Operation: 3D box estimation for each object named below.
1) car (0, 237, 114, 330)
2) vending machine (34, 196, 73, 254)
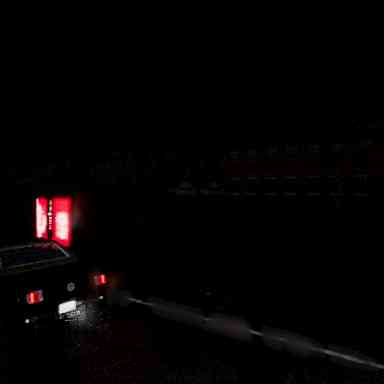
[{"bbox_3d":[-3.842,1.601,6.767,4.718,1.301,1.895,0,0,36],"label":"car"},{"bbox_3d":[-5.269,1.195,12.683,0.880,2.100,1.100,0,0,36],"label":"vending machine"}]
